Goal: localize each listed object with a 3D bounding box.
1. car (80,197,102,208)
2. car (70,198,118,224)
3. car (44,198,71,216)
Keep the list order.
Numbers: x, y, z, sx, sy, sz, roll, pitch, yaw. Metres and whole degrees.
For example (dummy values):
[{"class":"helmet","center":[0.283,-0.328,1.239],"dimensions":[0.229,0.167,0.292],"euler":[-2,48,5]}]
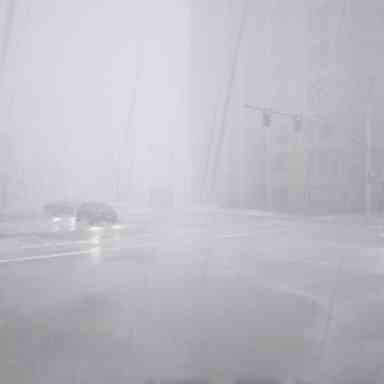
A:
[{"class":"car","center":[-14.347,1.476,46.965],"dimensions":[1.994,1.385,4.181],"euler":[0,0,-32]},{"class":"car","center":[-7.008,1.458,24.226],"dimensions":[1.837,1.490,4.892],"euler":[0,0,-36]},{"class":"car","center":[-12.980,1.554,32.459],"dimensions":[1.895,1.301,4.718],"euler":[0,0,-36]}]
